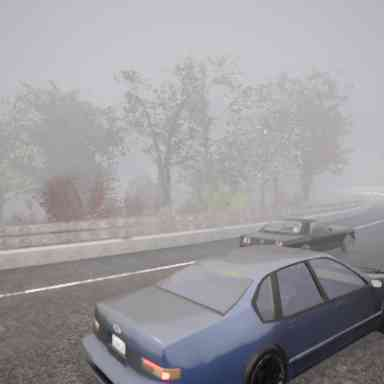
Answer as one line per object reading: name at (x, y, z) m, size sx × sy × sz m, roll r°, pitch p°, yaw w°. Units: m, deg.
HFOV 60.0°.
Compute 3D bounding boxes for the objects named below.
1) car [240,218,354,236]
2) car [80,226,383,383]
car at (3.852, 1.547, 11.547) m, size 4.718 × 1.301 × 1.895 m, roll -1°, pitch 0°, yaw -41°
car at (1.251, 1.530, 4.846) m, size 5.357 × 1.411 × 2.033 m, roll -1°, pitch 0°, yaw -38°
